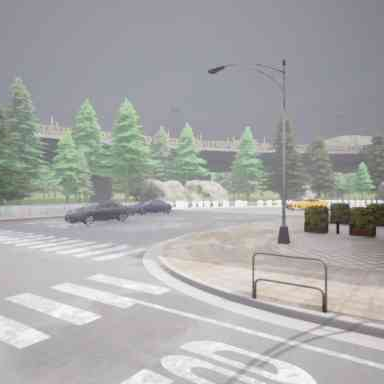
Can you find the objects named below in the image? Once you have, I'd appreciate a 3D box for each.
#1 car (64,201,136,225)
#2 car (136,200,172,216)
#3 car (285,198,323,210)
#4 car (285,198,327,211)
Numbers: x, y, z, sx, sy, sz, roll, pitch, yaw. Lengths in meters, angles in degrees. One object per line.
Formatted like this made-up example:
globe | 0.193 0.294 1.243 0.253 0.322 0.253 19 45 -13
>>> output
car | -6.630 1.448 23.636 1.837 1.490 4.892 0 0 37
car | -4.019 1.469 32.226 4.674 1.442 1.812 0 0 -45
car | 14.194 1.508 42.348 4.181 1.385 1.994 0 0 -11
car | 13.194 1.421 38.644 5.008 1.535 1.882 0 0 -13
